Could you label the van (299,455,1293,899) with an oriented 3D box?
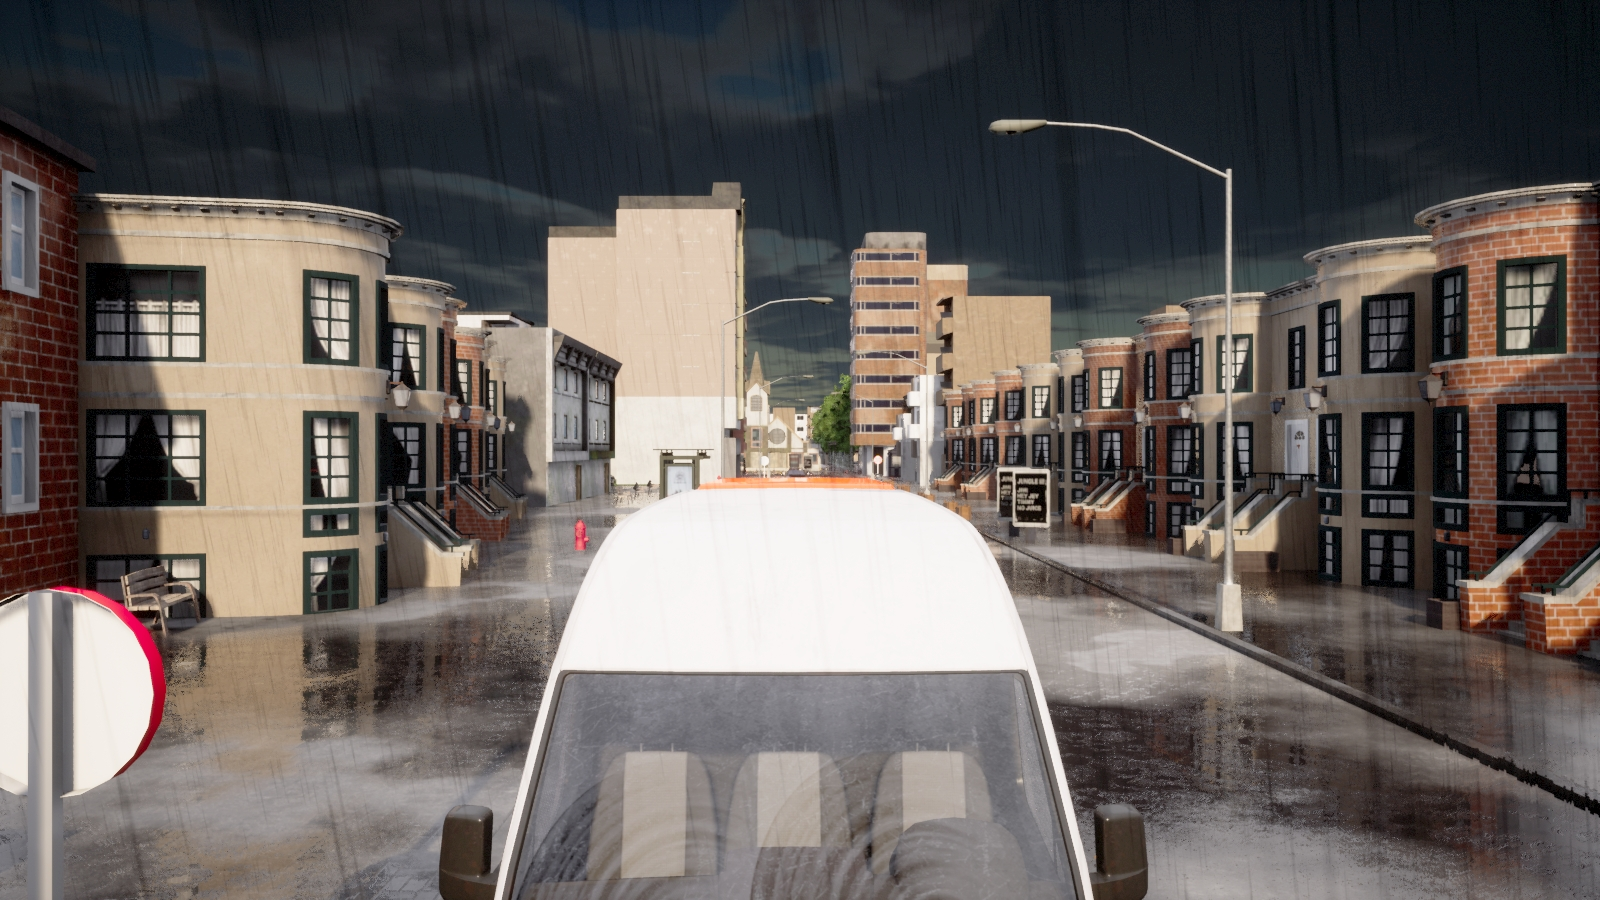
[{"bbox_3d":[-0.019,1.314,5.243,1.988,2.561,5.915,0,0,0],"label":"van"}]
